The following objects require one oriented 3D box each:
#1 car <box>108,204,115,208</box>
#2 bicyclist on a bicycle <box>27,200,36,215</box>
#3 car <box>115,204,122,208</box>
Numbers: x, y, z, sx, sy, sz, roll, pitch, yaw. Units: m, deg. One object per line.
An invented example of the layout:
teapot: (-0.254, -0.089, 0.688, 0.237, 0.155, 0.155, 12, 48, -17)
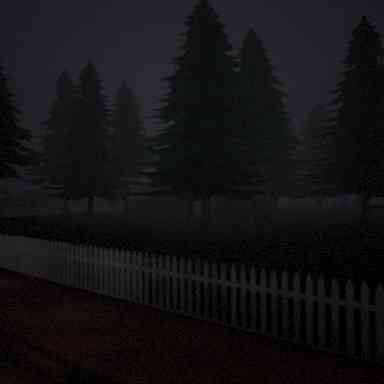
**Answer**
car: (-11.668, 1.866, 55.048, 1.882, 1.535, 5.008, -1, 0, 34)
bicyclist on a bicycle: (-16.638, 1.616, 34.507, 1.656, 1.620, 0.582, -1, 0, 34)
car: (-9.041, 1.902, 52.689, 2.033, 1.411, 5.357, -1, 0, 34)
